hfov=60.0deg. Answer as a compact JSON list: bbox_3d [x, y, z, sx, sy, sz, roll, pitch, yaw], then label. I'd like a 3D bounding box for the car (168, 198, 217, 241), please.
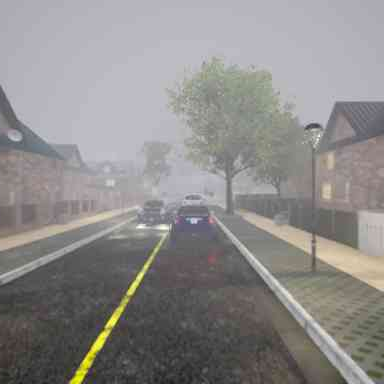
[{"bbox_3d":[0.092,1.348,16.930,2.097,1.767,4.553,0,0,0],"label":"car"}]

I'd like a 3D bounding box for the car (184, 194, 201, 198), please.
[{"bbox_3d":[0.090,1.212,35.275,2.150,2.045,5.566,0,0,0],"label":"car"}]

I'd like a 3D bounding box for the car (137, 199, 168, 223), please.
[{"bbox_3d":[-2.855,1.346,25.480,2.097,1.767,4.553,0,0,0],"label":"car"}]
